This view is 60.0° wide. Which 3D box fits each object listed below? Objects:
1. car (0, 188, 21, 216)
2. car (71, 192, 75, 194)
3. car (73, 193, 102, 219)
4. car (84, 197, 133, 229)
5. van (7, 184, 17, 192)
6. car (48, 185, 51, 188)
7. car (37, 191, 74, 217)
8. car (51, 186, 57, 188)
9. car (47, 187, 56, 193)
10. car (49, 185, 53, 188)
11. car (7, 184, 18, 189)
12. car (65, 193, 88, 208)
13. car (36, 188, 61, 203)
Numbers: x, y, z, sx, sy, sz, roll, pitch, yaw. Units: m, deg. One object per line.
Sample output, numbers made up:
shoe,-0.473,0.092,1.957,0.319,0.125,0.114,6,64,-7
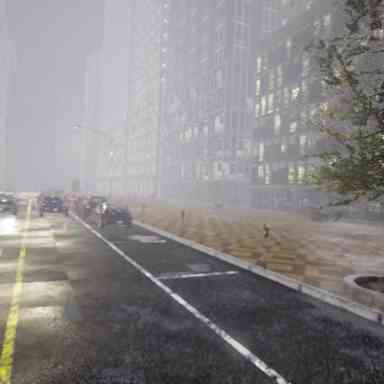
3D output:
car,-13.045,0.751,23.105,2.128,1.511,4.902,3,0,-25
car,-9.441,0.944,28.934,1.887,1.381,4.507,3,0,-26
car,-6.989,0.982,23.799,1.967,1.590,4.097,3,0,-26
car,-4.549,1.235,18.665,2.008,1.369,4.403,3,0,-26
van,-41.458,-1.010,76.688,1.690,1.788,3.998,3,0,-26
car,-31.445,-0.557,75.141,2.192,1.841,5.009,3,0,-26
car,-9.906,0.930,23.828,1.812,1.442,4.674,3,0,-26
car,-21.673,0.257,54.605,1.947,1.339,4.313,3,0,-26
car,-33.903,-0.467,80.276,1.887,1.381,4.507,3,0,-26
car,-26.637,-0.070,65.027,1.752,1.417,4.829,3,0,-26
car,-39.023,-0.661,71.554,2.008,1.369,4.403,3,0,-26
car,-11.889,0.838,34.069,1.802,1.307,4.206,3,0,-26
car,-15.991,0.614,36.621,1.994,1.385,4.181,3,0,-25
